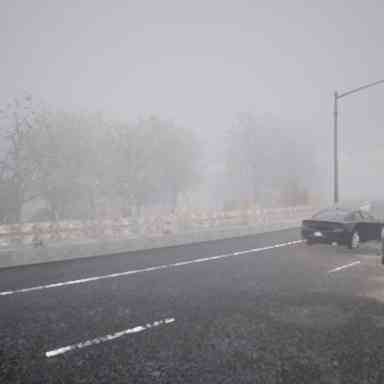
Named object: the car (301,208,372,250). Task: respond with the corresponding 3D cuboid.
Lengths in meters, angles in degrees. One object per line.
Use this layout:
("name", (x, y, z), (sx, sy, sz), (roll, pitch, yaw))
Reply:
("car", (6.519, 1.412, 14.072), (5.008, 1.535, 1.882), (0, 0, -43))

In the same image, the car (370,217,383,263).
("car", (7.308, 1.469, 10.045), (4.674, 1.442, 1.812), (0, 0, -42))
